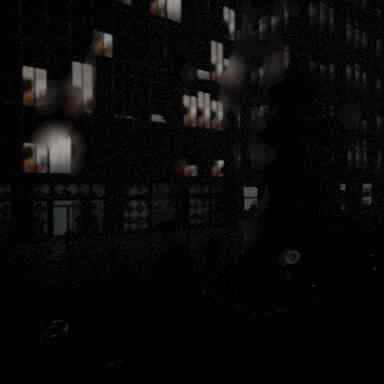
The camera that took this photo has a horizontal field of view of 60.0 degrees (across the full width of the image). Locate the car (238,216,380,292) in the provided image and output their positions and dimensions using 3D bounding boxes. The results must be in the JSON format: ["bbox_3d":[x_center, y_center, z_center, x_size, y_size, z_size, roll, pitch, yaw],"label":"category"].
[{"bbox_3d":[3.137,1.431,8.810,4.097,1.590,1.967,0,0,-36],"label":"car"}]
